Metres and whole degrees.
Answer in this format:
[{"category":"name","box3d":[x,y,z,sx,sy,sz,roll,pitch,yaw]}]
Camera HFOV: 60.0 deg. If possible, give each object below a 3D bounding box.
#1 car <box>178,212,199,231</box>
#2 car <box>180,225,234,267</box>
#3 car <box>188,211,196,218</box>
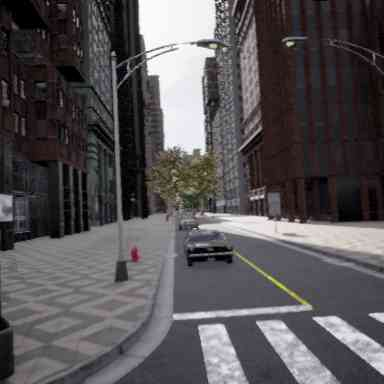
[{"category":"car","box3d":[-0.423,3.298,36.887,2.097,1.767,4.553,-3,-3,-3]},{"category":"car","box3d":[0.617,2.362,14.782,1.895,1.301,4.718,-3,-3,-3]},{"category":"car","box3d":[0.047,6.214,91.973,1.882,1.535,5.008,-3,-3,-3]}]
